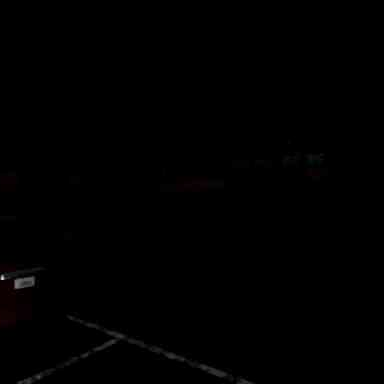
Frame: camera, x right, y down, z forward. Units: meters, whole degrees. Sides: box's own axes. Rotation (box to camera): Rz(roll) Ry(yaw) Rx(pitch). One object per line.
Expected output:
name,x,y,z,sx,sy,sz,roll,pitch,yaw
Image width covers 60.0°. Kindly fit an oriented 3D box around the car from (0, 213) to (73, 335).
car,-4.163,1.272,5.818,5.009,1.841,2.192,1,-1,36
